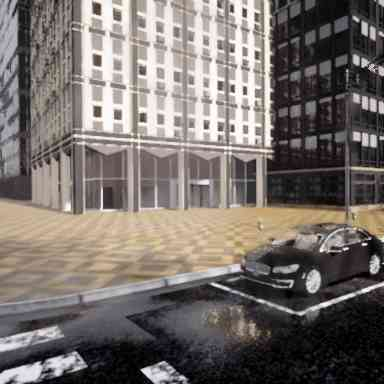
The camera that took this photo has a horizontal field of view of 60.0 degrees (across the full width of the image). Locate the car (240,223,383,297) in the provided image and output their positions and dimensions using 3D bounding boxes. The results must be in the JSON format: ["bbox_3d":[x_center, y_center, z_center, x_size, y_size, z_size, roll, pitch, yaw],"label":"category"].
[{"bbox_3d":[3.145,1.495,8.363,4.403,1.369,2.008,-1,0,-36],"label":"car"}]
